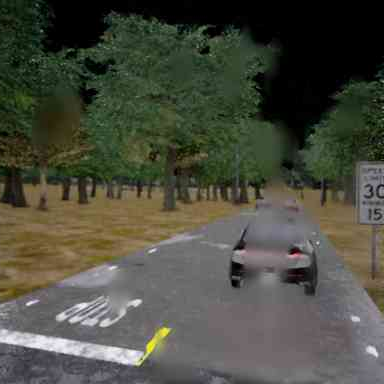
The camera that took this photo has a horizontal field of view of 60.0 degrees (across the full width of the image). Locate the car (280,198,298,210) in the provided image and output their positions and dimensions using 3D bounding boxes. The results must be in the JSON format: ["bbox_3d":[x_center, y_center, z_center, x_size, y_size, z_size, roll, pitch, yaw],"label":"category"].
[{"bbox_3d":[11.291,1.496,38.545,1.994,1.385,4.181,0,0,17],"label":"car"}]

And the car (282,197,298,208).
[{"bbox_3d":[14.160,1.528,48.085,2.033,1.411,5.357,0,0,17],"label":"car"}]

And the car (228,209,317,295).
[{"bbox_3d":[2.212,1.454,8.803,2.128,1.511,4.902,0,0,17],"label":"car"}]

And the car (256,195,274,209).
[{"bbox_3d":[9.602,1.277,43.403,2.097,1.767,4.553,0,0,17],"label":"car"}]
